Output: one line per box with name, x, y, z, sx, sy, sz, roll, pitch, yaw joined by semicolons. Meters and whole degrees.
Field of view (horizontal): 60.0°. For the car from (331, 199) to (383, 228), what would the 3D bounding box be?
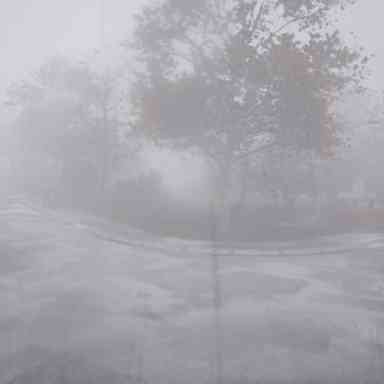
car;12.944;1.520;23.709;5.566;2.045;2.435;-1;-1;31
